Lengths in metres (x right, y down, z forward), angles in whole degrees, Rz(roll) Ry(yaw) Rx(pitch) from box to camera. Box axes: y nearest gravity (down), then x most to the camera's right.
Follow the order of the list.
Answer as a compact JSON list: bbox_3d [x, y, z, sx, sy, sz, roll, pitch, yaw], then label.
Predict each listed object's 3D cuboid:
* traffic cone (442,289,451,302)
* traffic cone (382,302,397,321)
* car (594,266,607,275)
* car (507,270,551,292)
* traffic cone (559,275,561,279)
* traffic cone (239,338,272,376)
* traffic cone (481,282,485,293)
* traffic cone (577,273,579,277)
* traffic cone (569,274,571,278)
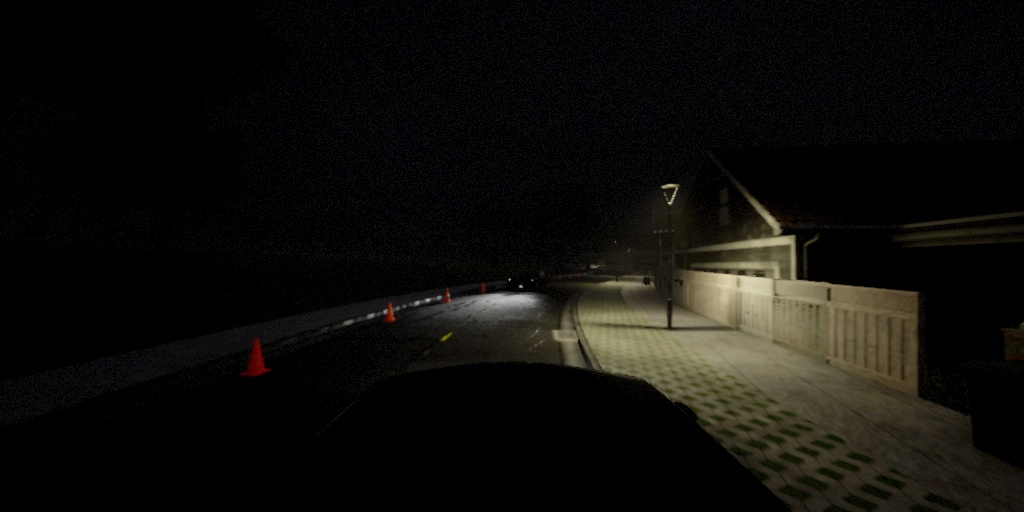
[{"bbox_3d":[-2.963,1.792,16.365,0.340,0.580,0.340,0,0,12],"label":"traffic cone"},{"bbox_3d":[-3.847,1.733,11.268,0.340,0.580,0.340,0,0,8],"label":"traffic cone"},{"bbox_3d":[15.665,2.501,63.164,1.812,1.442,4.674,0,-1,22],"label":"car"},{"bbox_3d":[1.204,1.570,23.729,1.895,1.301,4.718,0,-1,18],"label":"car"},{"bbox_3d":[5.401,2.326,40.330,0.340,0.580,0.340,0,0,22],"label":"traffic cone"},{"bbox_3d":[-4.371,1.691,6.121,0.340,0.580,0.340,0,0,5],"label":"traffic cone"},{"bbox_3d":[-1.725,1.870,21.387,0.340,0.580,0.340,0,0,16],"label":"traffic cone"},{"bbox_3d":[9.095,2.581,49.619,0.340,0.580,0.340,0,0,22],"label":"traffic cone"},{"bbox_3d":[7.248,2.454,44.975,0.340,0.580,0.340,0,0,22],"label":"traffic cone"}]
